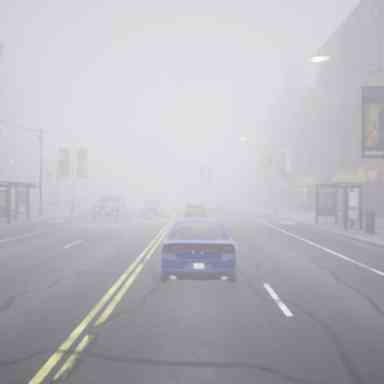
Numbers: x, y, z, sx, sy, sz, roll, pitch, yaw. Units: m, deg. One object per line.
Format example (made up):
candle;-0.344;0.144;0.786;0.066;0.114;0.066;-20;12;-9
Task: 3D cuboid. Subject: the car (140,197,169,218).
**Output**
car;-3.501;1.388;30.413;2.097;1.767;4.553;0;0;-2

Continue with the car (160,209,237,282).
car;0.172;1.495;9.865;1.882;1.535;5.008;0;0;0

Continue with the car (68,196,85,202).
car;-25.182;1.539;73.425;4.674;1.452;2.002;0;0;20

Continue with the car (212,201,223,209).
car;2.188;1.678;40.240;1.895;1.301;4.718;0;0;-14

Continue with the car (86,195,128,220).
car;-6.919;1.243;28.418;2.150;2.045;5.566;0;0;-1

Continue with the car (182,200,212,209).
car;0.221;1.540;28.441;2.128;1.511;4.902;0;0;-1
